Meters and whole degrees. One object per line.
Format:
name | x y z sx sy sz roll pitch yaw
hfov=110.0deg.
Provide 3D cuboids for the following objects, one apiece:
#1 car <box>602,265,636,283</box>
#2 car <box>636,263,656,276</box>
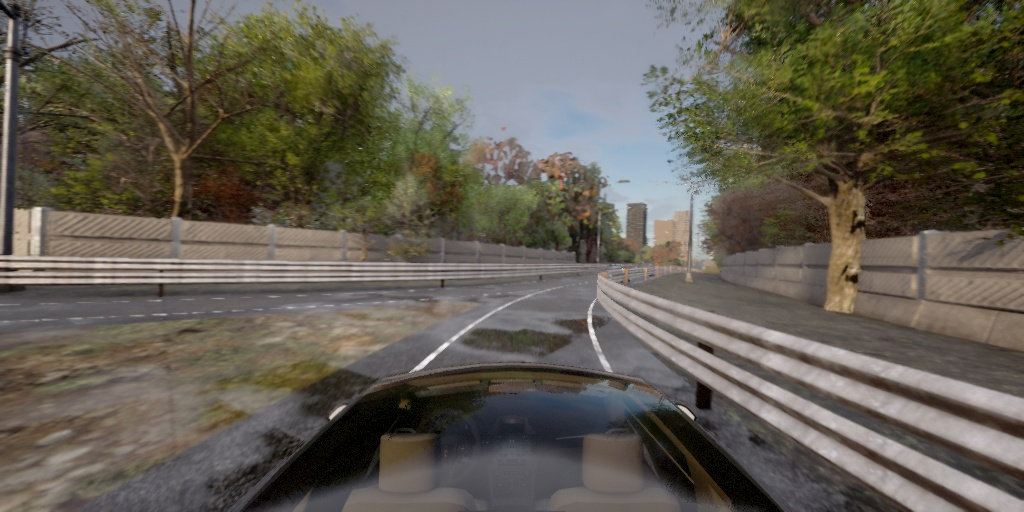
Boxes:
car | 9.521 1.560 32.430 1.882 1.535 5.008 2 0 29
car | 18.032 1.745 48.270 2.097 1.767 4.553 2 0 28
